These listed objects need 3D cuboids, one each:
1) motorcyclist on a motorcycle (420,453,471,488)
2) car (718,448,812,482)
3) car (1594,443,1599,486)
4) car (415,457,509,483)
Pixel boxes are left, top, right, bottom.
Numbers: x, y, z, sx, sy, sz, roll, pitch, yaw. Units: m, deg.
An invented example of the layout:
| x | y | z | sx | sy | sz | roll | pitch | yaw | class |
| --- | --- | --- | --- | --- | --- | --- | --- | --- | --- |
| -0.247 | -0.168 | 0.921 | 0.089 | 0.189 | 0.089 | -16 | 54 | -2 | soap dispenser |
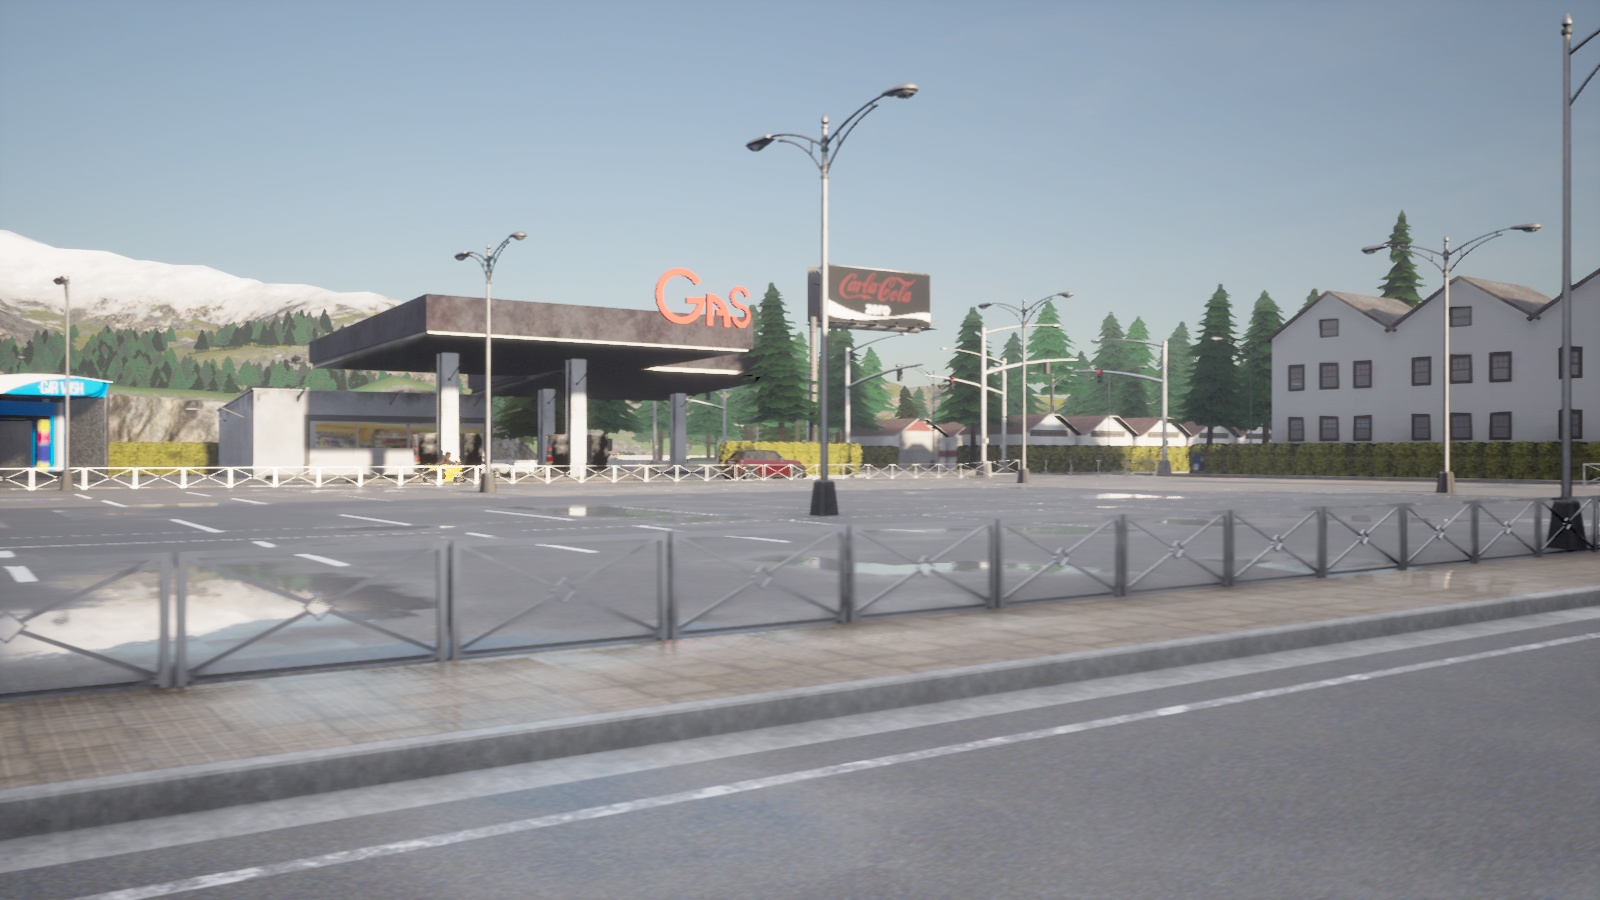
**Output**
| x | y | z | sx | sy | sz | roll | pitch | yaw | class |
| --- | --- | --- | --- | --- | --- | --- | --- | --- | --- |
| -16.027 | 0.915 | 56.811 | 2.044 | 1.523 | 0.797 | 0 | 0 | -35 | motorcyclist on a motorcycle |
| -1.834 | 0.786 | 66.570 | 4.553 | 1.767 | 2.097 | 0 | 0 | -35 | car |
| 32.399 | 0.544 | 46.335 | 2.033 | 1.649 | 4.856 | 0 | 0 | -35 | car |
| -18.393 | 1.067 | 68.524 | 1.895 | 1.301 | 4.718 | 0 | 0 | 41 | car |
